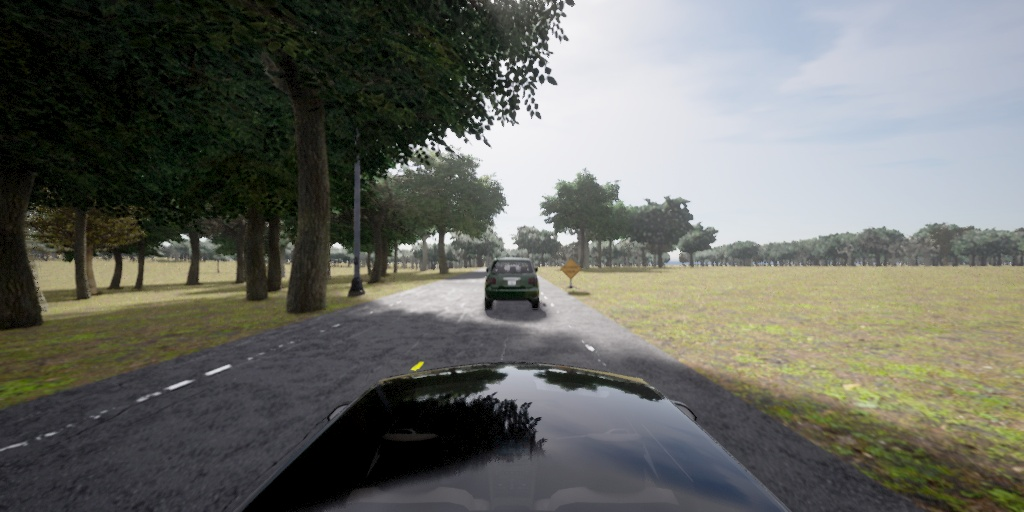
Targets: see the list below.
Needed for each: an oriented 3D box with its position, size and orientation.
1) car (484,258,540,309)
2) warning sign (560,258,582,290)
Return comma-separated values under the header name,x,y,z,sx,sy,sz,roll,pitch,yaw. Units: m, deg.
name,x,y,z,sx,sy,sz,roll,pitch,yaw
car,0.002,1.104,15.855,2.150,2.045,5.566,0,0,0
warning sign,3.553,1.062,21.554,1.300,1.860,1.060,0,0,0
